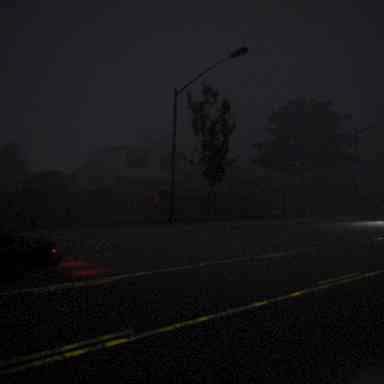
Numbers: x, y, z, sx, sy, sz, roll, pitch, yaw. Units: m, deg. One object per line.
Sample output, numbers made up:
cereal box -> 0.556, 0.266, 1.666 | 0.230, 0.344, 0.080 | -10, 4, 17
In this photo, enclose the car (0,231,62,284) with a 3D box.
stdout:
car -> -6.130, 1.581, 8.193 | 5.357, 1.411, 2.033 | 1, -1, -36
